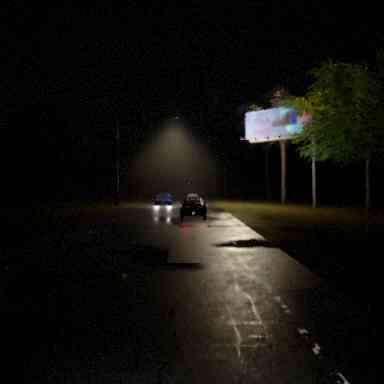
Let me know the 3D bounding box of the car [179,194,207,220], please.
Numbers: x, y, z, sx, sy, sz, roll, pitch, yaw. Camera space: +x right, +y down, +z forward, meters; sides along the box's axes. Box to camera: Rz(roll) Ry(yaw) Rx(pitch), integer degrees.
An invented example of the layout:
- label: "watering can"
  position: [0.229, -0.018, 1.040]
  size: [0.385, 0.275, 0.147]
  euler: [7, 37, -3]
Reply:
- label: "car"
  position: [0.100, 1.169, 24.591]
  size: [2.128, 1.511, 4.902]
  euler: [0, 1, 0]

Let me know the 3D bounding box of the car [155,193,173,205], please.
- label: "car"
  position: [-3.501, 0.859, 41.845]
  size: [1.812, 1.442, 4.674]
  euler: [0, 1, 0]
